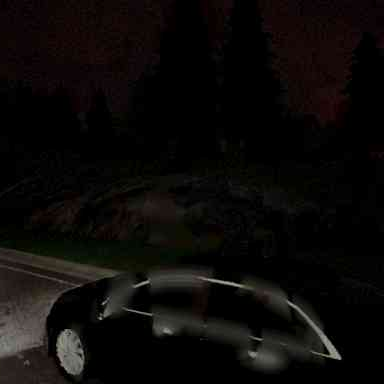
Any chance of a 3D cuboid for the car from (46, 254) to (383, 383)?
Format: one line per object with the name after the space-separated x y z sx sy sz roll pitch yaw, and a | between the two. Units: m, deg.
0.283 1.503 3.792 4.892 1.490 1.837 -1 0 36 | car
